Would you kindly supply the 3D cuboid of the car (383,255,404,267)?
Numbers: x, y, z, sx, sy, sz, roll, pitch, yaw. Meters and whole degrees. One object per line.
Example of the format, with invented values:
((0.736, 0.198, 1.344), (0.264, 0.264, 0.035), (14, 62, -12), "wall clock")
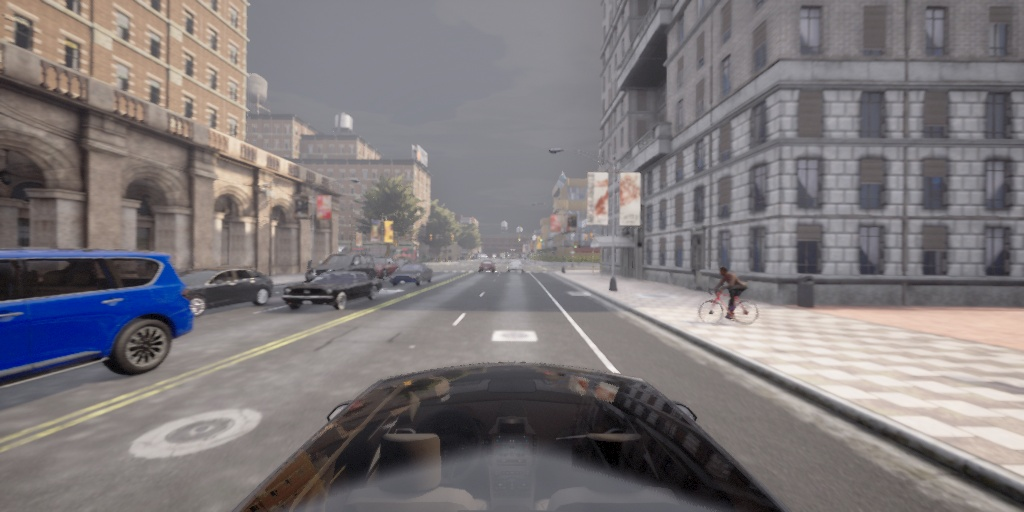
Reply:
((-10.172, 0.814, 27.327), (2.097, 1.767, 4.553), (1, 0, 1), "car")

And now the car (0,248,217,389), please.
((-7.084, 0.904, 4.410), (2.150, 2.045, 5.566), (1, 0, 1), "car")

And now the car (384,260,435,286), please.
((-6.806, 1.233, 25.060), (2.033, 1.411, 5.357), (1, 0, 1), "car")

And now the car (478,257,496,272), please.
((-3.023, 1.248, 44.412), (1.812, 1.442, 4.674), (1, 0, 0), "car")

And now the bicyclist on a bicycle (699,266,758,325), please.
((5.997, 1.109, 9.931), (1.656, 1.620, 0.582), (0, 0, 1), "bicyclist on a bicycle")

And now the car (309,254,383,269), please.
((-10.336, 0.873, 22.260), (2.150, 2.045, 5.566), (1, 0, 1), "car")

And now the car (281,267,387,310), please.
((-6.952, 1.284, 14.426), (1.895, 1.301, 4.718), (1, 0, 1), "car")

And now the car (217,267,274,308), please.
((-10.475, 1.154, 12.400), (1.837, 1.490, 4.892), (1, 0, 1), "car")

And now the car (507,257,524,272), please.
((0.486, 1.282, 46.372), (1.812, 1.442, 4.674), (1, 0, 0), "car")
